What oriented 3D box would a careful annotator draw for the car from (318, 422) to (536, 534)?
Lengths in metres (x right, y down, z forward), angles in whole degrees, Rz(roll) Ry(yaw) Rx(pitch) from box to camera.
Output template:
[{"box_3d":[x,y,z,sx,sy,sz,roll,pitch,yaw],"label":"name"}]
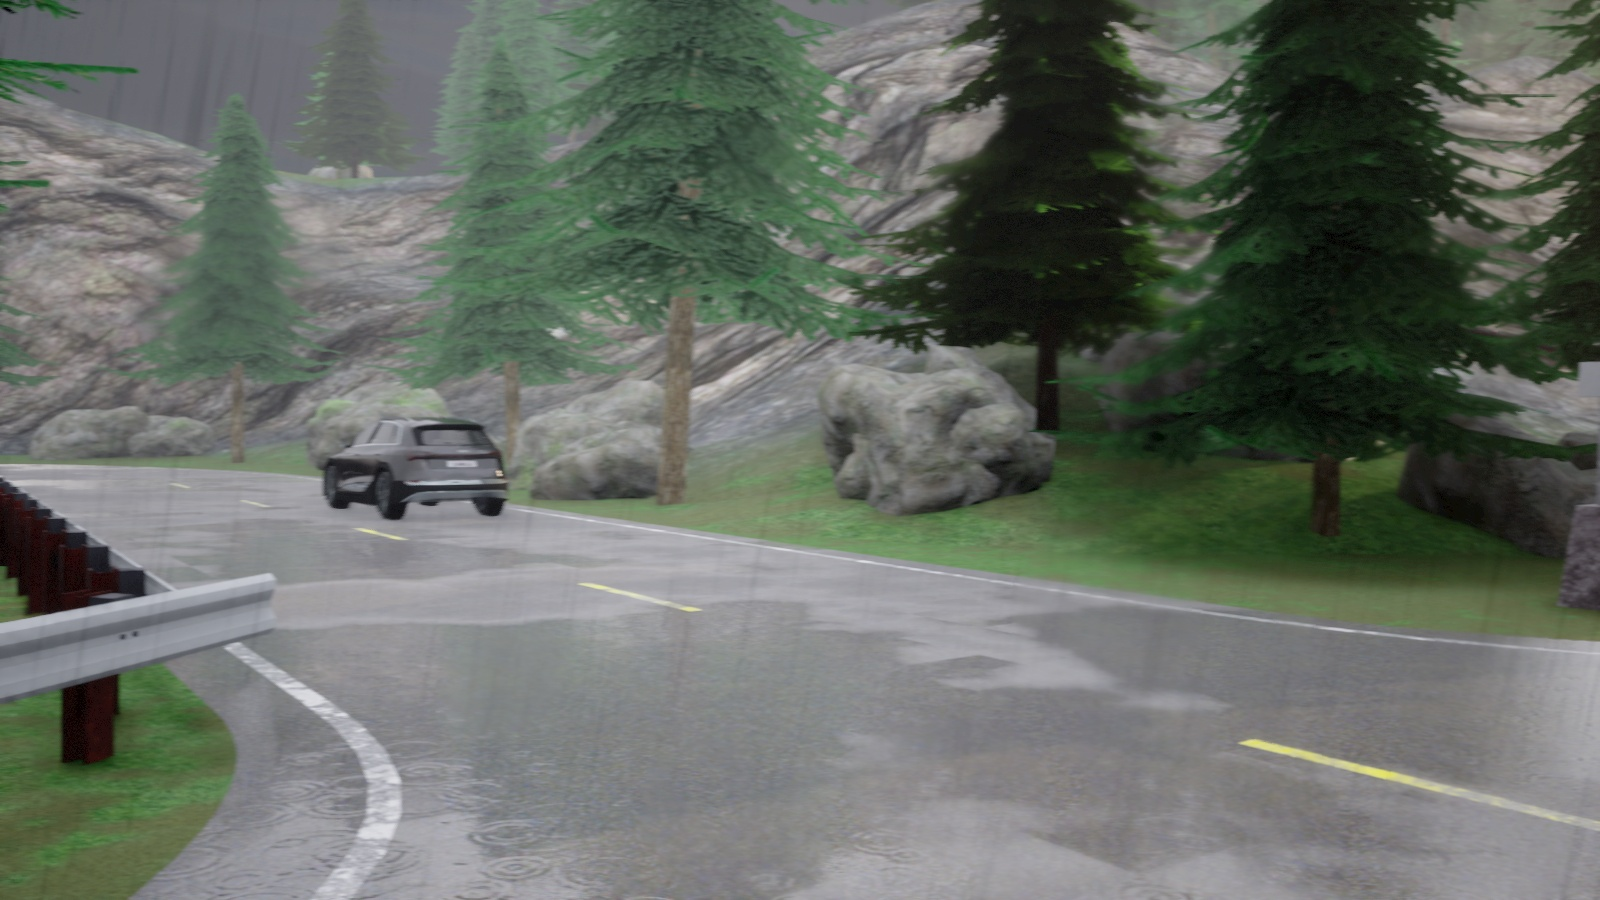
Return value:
[{"box_3d":[-6.443,0.377,21.296,2.033,1.649,4.856,-2,1,-36],"label":"car"}]
